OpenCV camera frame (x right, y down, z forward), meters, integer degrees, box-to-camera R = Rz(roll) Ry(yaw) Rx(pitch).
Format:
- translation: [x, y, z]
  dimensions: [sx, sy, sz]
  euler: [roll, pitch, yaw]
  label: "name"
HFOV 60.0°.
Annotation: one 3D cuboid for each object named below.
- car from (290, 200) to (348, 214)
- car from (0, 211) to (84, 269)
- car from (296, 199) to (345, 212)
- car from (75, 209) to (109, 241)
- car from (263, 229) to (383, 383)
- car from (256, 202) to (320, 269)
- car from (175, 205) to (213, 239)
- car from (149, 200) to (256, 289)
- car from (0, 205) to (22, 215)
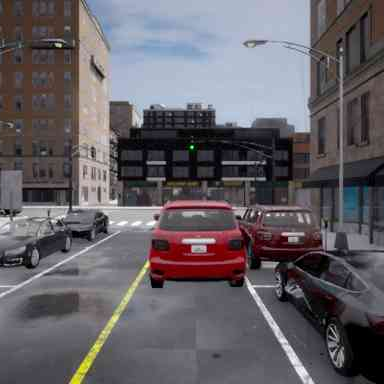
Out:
- translation: [13.575, 1.629, 35.777]
  dimensions: [5.357, 1.411, 2.033]
  euler: [0, 0, 0]
  label: "car"
- translation: [-5.389, 1.552, 11.033]
  dimensions: [2.008, 1.369, 4.403]
  euler: [0, 0, 0]
  label: "car"
- translation: [15.038, 1.568, 39.036]
  dimensions: [5.008, 1.535, 1.882]
  euler: [0, 0, 0]
  label: "car"
- translation: [-5.389, 1.568, 16.695]
  dimensions: [1.947, 1.339, 4.313]
  euler: [0, 0, 0]
  label: "car"
- translation: [2.636, 1.567, 5.371]
  dimensions: [1.947, 1.339, 4.313]
  euler: [0, 0, 0]
  label: "car"
- translation: [2.636, 1.317, 11.033]
  dimensions: [2.192, 1.841, 5.009]
  euler: [0, 0, 0]
  label: "car"
- translation: [0.029, 1.528, 18.430]
  dimensions: [1.812, 1.442, 4.674]
  euler: [0, 0, -2]
  label: "car"
- translation: [0.076, 1.224, 9.338]
  dimensions: [2.150, 2.045, 5.566]
  euler: [0, 0, -1]
  label: "car"
- translation: [-17.515, 1.528, 28.935]
  dimensions: [4.718, 1.301, 1.895]
  euler: [0, 0, 0]
  label: "car"
